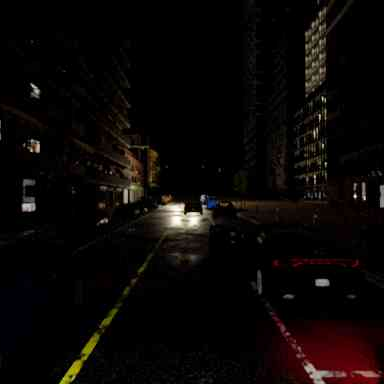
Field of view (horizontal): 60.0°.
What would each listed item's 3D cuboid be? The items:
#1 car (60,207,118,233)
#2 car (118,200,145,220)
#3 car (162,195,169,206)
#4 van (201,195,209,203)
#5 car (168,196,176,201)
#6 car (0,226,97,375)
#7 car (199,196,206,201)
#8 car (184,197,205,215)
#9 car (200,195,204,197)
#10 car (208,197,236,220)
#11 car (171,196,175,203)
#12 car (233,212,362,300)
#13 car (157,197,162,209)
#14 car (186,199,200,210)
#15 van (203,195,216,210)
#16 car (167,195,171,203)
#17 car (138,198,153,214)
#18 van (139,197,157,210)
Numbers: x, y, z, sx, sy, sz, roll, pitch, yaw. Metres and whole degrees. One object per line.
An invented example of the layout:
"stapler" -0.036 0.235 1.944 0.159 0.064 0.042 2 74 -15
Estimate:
"car" -5.645 1.595 17.991 1.887 1.381 4.507 1 0 0
"car" -5.623 1.648 29.130 1.947 1.339 4.313 1 0 0
"car" -5.568 1.715 56.977 2.008 1.369 4.403 1 0 0
"van" 2.848 1.556 73.671 1.690 1.788 3.998 1 0 0
"car" -5.503 1.813 90.396 1.887 1.381 4.507 1 0 0
"car" -3.091 1.540 5.100 1.812 1.442 4.674 0 0 0
"car" 2.877 1.794 90.549 1.752 1.417 4.829 1 0 0
"car" 0.143 1.579 35.505 1.882 1.535 5.008 0 0 0
"car" 2.824 1.707 62.700 1.752 1.417 4.829 1 0 0
"car" 2.759 1.522 29.113 1.967 1.590 4.097 1 0 0
"car" -5.532 1.530 73.688 2.192 1.841 5.009 1 0 0
"car" 2.377 1.502 8.519 1.882 1.535 5.008 0 0 0
"car" -5.590 1.656 45.670 1.752 1.417 4.829 1 0 0
"car" 0.150 1.733 46.137 1.895 1.301 4.718 0 0 1
"van" 2.794 1.473 45.823 1.690 1.788 3.998 1 0 0
"car" -5.557 1.706 62.378 1.752 1.417 4.829 1 0 0
"car" -5.612 1.649 34.700 2.008 1.369 4.403 1 0 0
"van" -5.598 1.456 40.271 1.690 1.788 3.998 1 0 0
